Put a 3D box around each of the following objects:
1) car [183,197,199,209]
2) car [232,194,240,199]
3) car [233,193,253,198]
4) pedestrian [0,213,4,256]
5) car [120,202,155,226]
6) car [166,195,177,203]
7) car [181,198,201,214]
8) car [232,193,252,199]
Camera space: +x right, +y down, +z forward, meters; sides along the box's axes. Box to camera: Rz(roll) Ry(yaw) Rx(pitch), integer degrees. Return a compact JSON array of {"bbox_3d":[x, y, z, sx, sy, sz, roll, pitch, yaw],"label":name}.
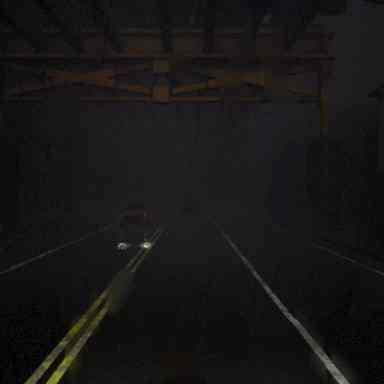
[{"bbox_3d":[-0.134,1.487,45.168,2.033,1.411,5.357,0,0,0],"label":"car"},{"bbox_3d":[12.825,0.988,83.443,4.974,1.542,2.038,0,1,-20],"label":"car"},{"bbox_3d":[12.874,0.830,83.459,4.536,1.218,1.853,0,1,-20],"label":"car"},{"bbox_3d":[-6.842,1.291,11.556,0.375,1.860,0.375,-1,1,0],"label":"pedestrian"},{"bbox_3d":[-3.719,1.472,23.376,1.882,1.535,5.008,0,0,0],"label":"car"},{"bbox_3d":[-3.883,1.241,63.671,1.882,1.535,5.008,0,1,0],"label":"car"},{"bbox_3d":[-0.080,1.462,34.885,1.882,1.535,5.008,0,0,0],"label":"car"},{"bbox_3d":[13.130,0.940,87.603,4.974,1.542,2.038,0,1,25],"label":"car"}]
